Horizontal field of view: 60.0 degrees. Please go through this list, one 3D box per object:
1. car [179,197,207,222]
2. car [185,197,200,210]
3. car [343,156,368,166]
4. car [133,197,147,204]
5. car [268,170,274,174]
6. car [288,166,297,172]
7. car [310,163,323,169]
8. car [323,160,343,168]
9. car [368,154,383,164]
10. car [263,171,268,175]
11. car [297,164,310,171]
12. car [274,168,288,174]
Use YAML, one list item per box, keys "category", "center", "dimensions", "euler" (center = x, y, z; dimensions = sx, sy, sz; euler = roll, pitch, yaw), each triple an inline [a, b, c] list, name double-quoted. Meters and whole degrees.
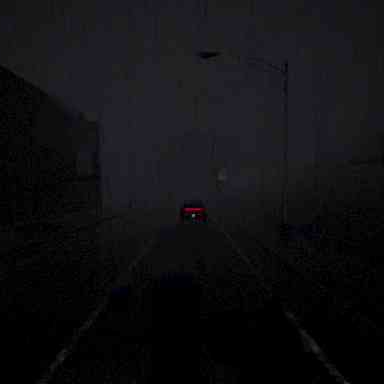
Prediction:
- category: "car"
  center: [0.100, 1.326, 24.531]
  dimensions: [2.128, 1.511, 4.902]
  euler: [0, 1, 0]
- category: "car"
  center: [0.033, 1.330, 41.155]
  dimensions: [1.812, 1.442, 4.674]
  euler: [0, 0, -1]
- category: "car"
  center: [22.915, -4.084, 44.775]
  dimensions: [2.185, 1.767, 4.553]
  euler: [0, 1, -5]
- category: "car"
  center: [-11.125, 1.847, 70.501]
  dimensions: [1.812, 1.442, 4.674]
  euler: [-1, -1, -26]
- category: "car"
  center: [21.375, -4.740, 83.304]
  dimensions: [2.002, 1.452, 4.674]
  euler: [0, 1, -1]
- category: "car"
  center: [21.733, -4.479, 66.875]
  dimensions: [2.231, 1.521, 4.892]
  euler: [0, 1, -1]
- category: "car"
  center: [22.094, -4.192, 55.817]
  dimensions: [2.002, 1.452, 4.674]
  euler: [0, 1, -2]
- category: "car"
  center: [22.447, -4.095, 50.281]
  dimensions: [2.097, 1.535, 5.008]
  euler: [0, 1, -4]
- category: "car"
  center: [23.535, -3.787, 39.086]
  dimensions: [2.163, 1.488, 4.792]
  euler: [0, 1, -6]
- category: "car"
  center: [21.252, -5.008, 88.975]
  dimensions: [2.185, 1.767, 4.553]
  euler: [0, 1, -1]
- category: "car"
  center: [21.861, -4.365, 61.358]
  dimensions: [2.231, 1.521, 4.892]
  euler: [0, 1, -1]
- category: "car"
  center: [21.495, -4.806, 77.810]
  dimensions: [2.185, 1.767, 4.553]
  euler: [0, 1, -1]
